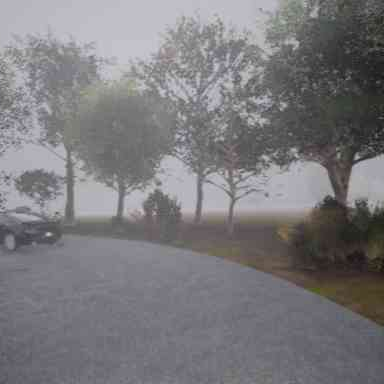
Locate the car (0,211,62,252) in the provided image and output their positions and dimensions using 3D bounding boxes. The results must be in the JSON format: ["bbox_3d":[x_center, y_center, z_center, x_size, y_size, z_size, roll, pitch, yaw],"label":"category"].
[{"bbox_3d":[-7.928,1.585,14.544,5.008,1.535,1.882,-1,-1,29],"label":"car"}]
